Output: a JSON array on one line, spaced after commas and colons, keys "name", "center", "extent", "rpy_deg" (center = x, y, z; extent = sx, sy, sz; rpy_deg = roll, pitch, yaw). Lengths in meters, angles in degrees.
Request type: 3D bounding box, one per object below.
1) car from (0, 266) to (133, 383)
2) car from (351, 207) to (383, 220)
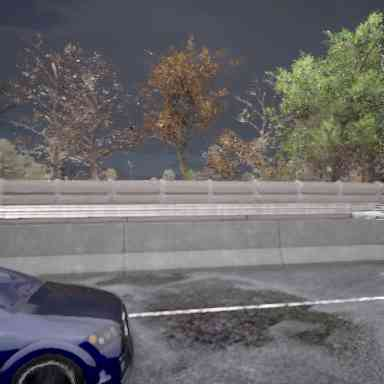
[{"name": "car", "center": [-2.827, 1.599, 3.975], "extent": [4.181, 1.385, 1.994], "rpy_deg": [0, 0, -11]}, {"name": "car", "center": [14.770, 1.772, 25.442], "extent": [4.718, 1.301, 1.895], "rpy_deg": [0, 0, -11]}]
